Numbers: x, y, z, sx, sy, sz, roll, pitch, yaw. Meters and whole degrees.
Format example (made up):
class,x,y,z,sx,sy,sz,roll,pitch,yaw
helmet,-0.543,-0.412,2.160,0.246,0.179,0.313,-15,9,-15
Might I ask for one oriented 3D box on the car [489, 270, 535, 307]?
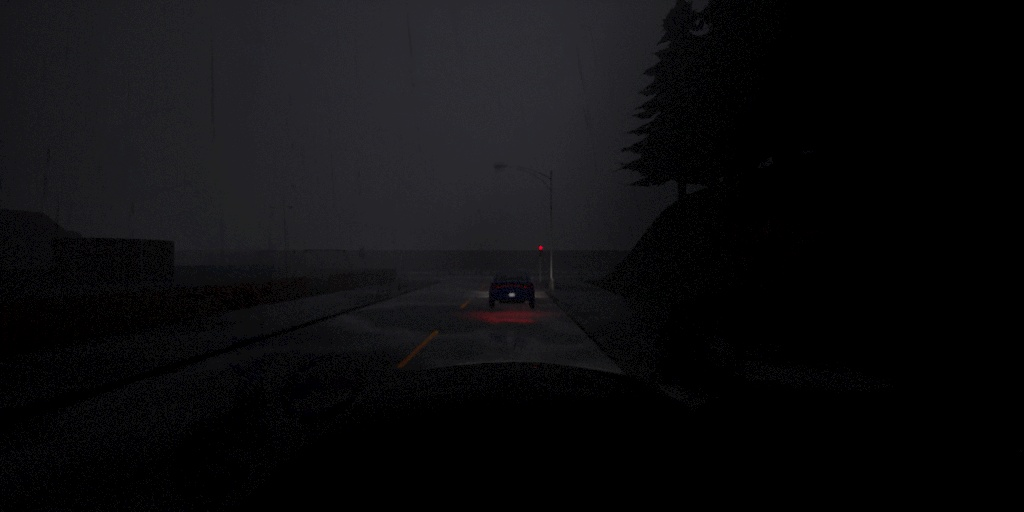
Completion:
class,x,y,z,sx,sy,sz,roll,pitch,yaw
car,0.001,1.366,16.337,1.882,1.535,5.008,0,0,0
